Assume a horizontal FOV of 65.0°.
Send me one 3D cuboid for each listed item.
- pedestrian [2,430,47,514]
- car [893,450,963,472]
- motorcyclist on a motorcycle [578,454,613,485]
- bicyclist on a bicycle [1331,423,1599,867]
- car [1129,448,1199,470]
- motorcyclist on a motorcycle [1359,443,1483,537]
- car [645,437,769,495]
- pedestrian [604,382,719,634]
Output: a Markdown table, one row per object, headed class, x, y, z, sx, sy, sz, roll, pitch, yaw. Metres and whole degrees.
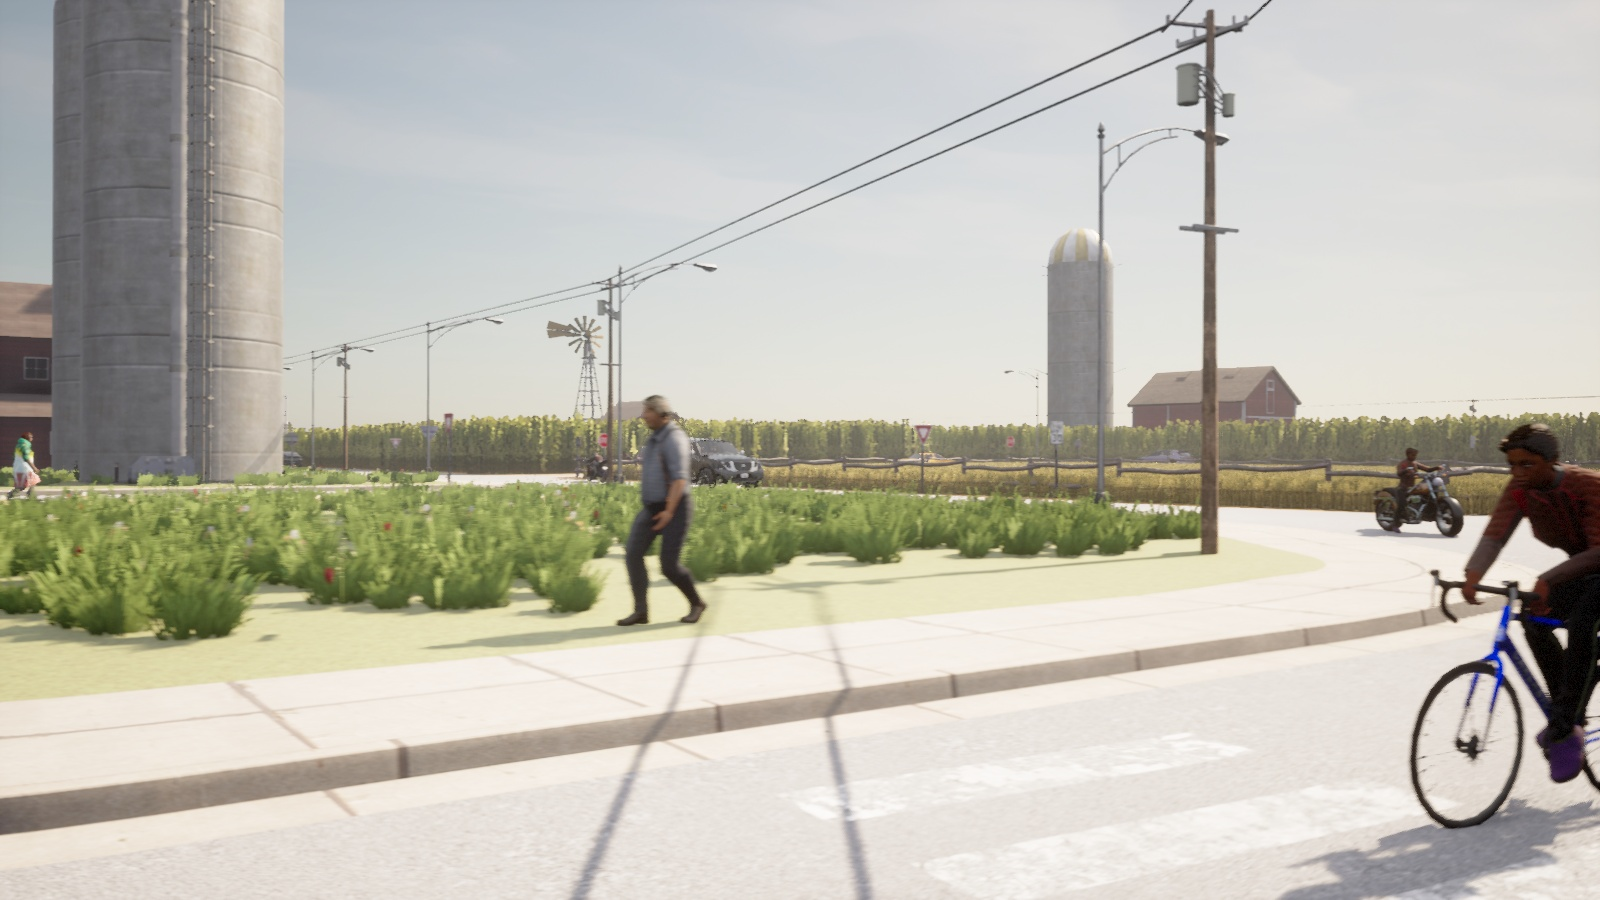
| class | x | y | z | sx | sy | sz | roll | pitch | yaw |
| --- | --- | --- | --- | --- | --- | --- | --- | --- | --- |
| pedestrian | -18.360 | 0.510 | 29.723 | 0.873 | 1.952 | 0.659 | 0 | 0 | -36 |
| car | 9.708 | 0.819 | 94.945 | 5.366 | 1.575 | 1.801 | -1 | 0 | -35 |
| motorcyclist on a motorcycle | -10.241 | 0.952 | 62.965 | 0.866 | 1.530 | 2.191 | 0 | 0 | -35 |
| bicyclist on a bicycle | 3.043 | 0.705 | 5.152 | 1.656 | 1.620 | 0.582 | 0 | 1 | -22 |
| car | 27.474 | 0.647 | 94.908 | 2.033 | 1.649 | 4.856 | 0 | 0 | -34 |
| motorcyclist on a motorcycle | 11.397 | 0.707 | 23.160 | 0.766 | 1.649 | 2.350 | 0 | 0 | -12 |
| car | -3.578 | 0.585 | 47.205 | 2.150 | 2.045 | 5.566 | 0 | 0 | -35 |
| pedestrian | -1.062 | 0.426 | 9.650 | 0.694 | 1.848 | 0.540 | 0 | 0 | -40 |
